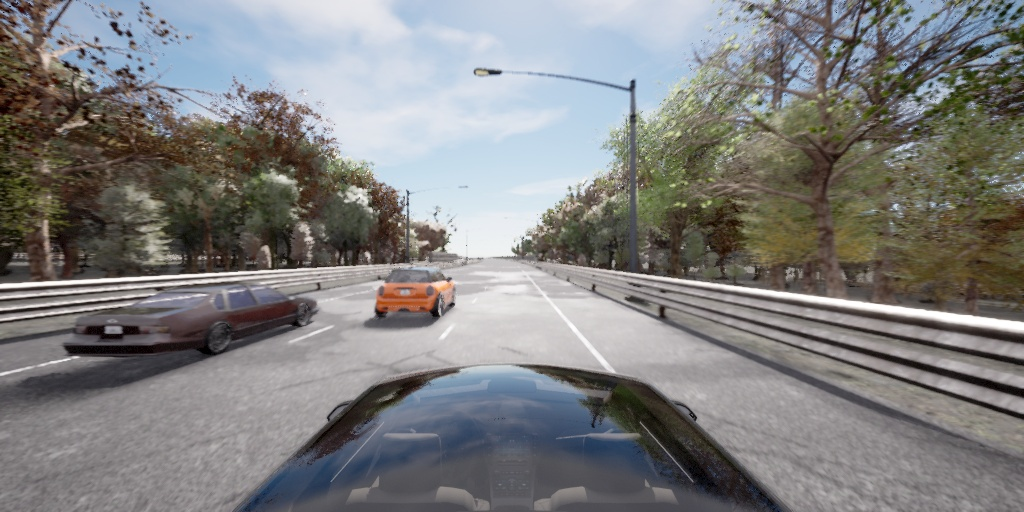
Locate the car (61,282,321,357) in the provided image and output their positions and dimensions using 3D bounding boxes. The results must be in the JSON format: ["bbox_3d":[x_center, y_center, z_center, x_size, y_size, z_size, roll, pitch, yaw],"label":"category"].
[{"bbox_3d":[-6.900,1.345,8.718,2.033,1.411,5.357,0,0,0],"label":"car"}]

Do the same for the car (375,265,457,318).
[{"bbox_3d":[-3.400,1.181,13.533,2.097,1.767,4.553,0,0,0],"label":"car"}]
